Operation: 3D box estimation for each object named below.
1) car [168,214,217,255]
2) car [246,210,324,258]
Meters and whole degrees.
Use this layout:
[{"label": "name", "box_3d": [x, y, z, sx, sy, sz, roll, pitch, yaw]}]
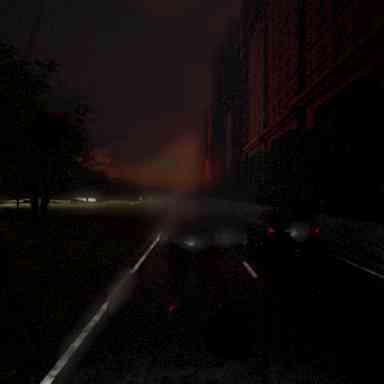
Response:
[{"label": "car", "box_3d": [0.022, 1.659, 13.907, 1.812, 1.442, 4.674, 0, 0, 0]}, {"label": "car", "box_3d": [3.519, 1.480, 13.428, 2.097, 1.767, 4.553, 0, -1, 0]}]
